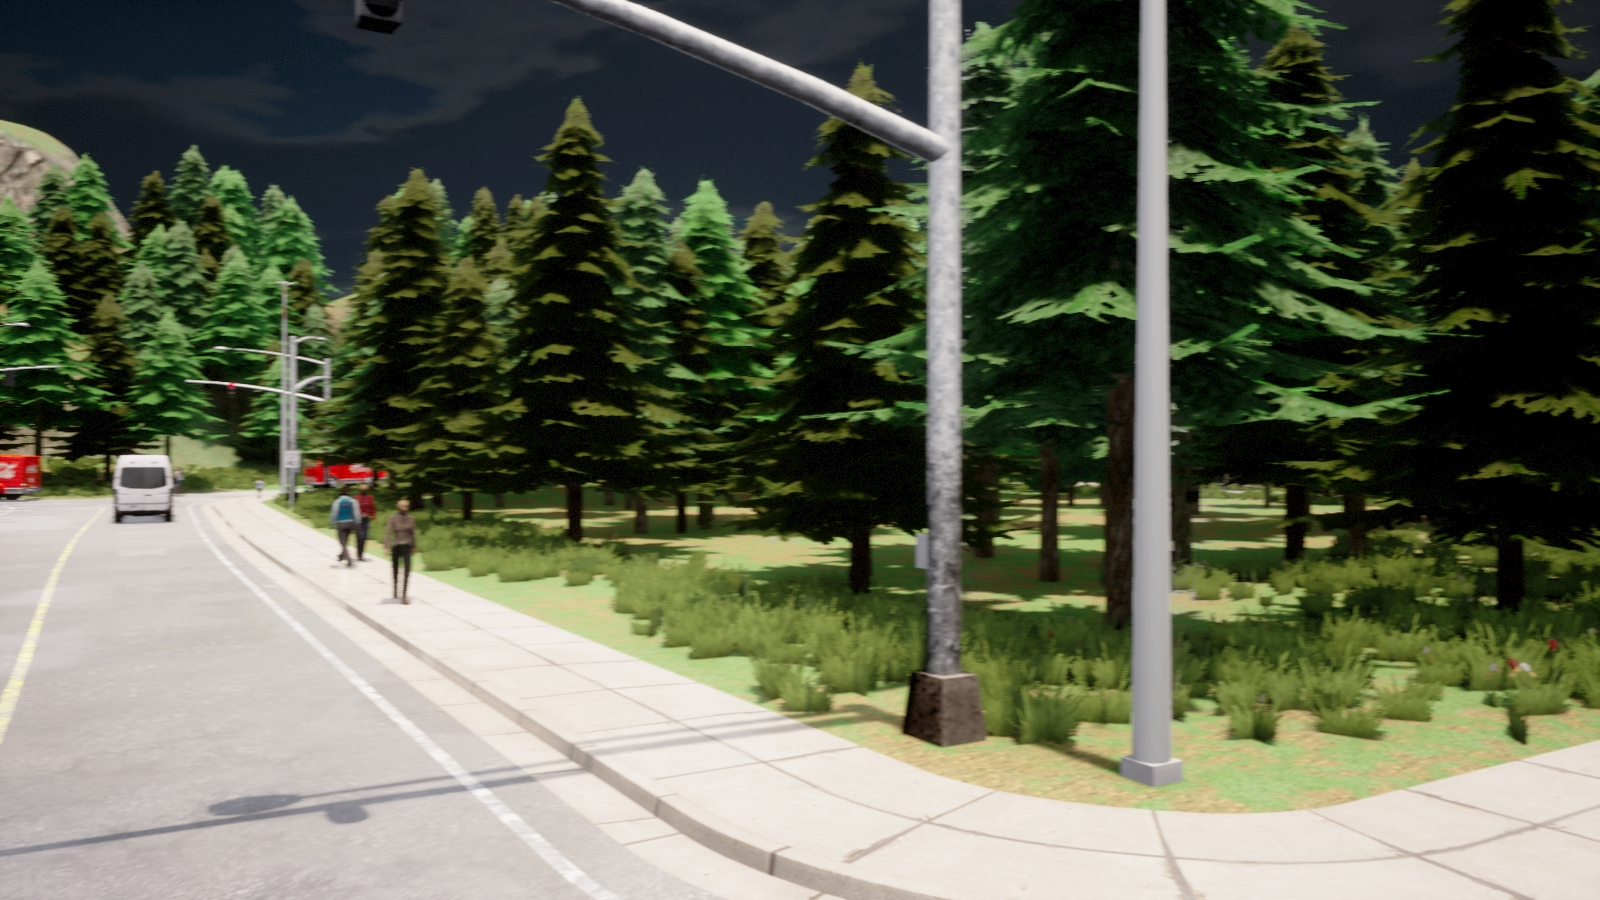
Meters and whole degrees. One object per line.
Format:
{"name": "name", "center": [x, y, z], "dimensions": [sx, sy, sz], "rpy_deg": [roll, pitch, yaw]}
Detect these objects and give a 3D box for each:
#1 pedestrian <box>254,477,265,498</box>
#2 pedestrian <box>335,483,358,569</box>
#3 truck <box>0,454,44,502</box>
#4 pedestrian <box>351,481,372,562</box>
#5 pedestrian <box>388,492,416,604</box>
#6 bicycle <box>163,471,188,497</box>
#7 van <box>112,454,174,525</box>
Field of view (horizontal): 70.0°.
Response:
{"name": "pedestrian", "center": [-29.071, 2.009, 61.460], "dimensions": [0.500, 1.100, 0.500], "rpy_deg": [0, 0, -18]}
{"name": "pedestrian", "center": [-9.986, 1.656, 25.179], "dimensions": [0.375, 1.860, 0.375], "rpy_deg": [0, 0, -38]}
{"name": "truck", "center": [-43.662, 1.441, 60.687], "dimensions": [5.204, 2.467, 2.627], "rpy_deg": [1, 0, -12]}
{"name": "pedestrian", "center": [-10.196, 1.656, 26.573], "dimensions": [0.375, 1.860, 0.375], "rpy_deg": [0, 0, -32]}
{"name": "pedestrian", "center": [-6.793, 1.662, 19.502], "dimensions": [0.375, 1.860, 0.375], "rpy_deg": [0, 0, -31]}
{"name": "bicycle", "center": [-36.515, 1.979, 66.838], "dimensions": [0.373, 1.496, 1.643], "rpy_deg": [0, 1, 9]}
{"name": "van", "center": [-25.920, 1.468, 45.177], "dimensions": [1.988, 2.561, 5.915], "rpy_deg": [0, 0, -29]}
